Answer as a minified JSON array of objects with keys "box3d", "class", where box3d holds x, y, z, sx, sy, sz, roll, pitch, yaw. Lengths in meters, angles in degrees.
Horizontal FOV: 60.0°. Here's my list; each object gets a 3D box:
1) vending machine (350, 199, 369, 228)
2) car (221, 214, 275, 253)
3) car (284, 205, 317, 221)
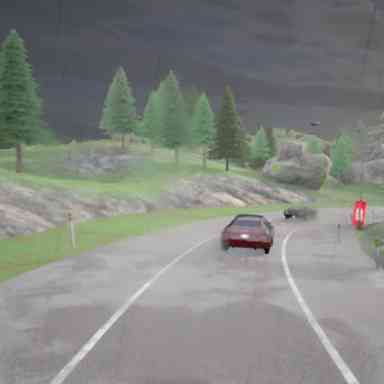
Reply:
[{"box3d":[13.933,1.769,27.674,1.100,2.100,0.880,9,9,34],"class":"vending machine"},{"box3d":[2.533,1.656,14.479,1.994,1.385,4.181,2,0,16],"class":"car"},{"box3d":[10.107,1.897,30.635,1.895,1.301,4.718,4,2,34],"class":"car"}]
